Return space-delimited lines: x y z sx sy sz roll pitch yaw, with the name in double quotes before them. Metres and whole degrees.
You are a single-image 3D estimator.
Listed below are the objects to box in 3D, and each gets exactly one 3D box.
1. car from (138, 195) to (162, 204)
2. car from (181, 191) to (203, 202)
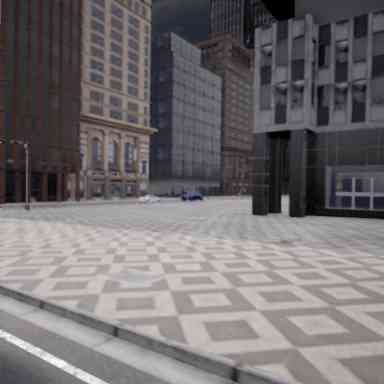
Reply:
"car" -7.133 1.237 56.286 1.812 1.442 4.674 1 1 36
"car" 0.041 0.875 66.458 2.150 2.045 5.566 1 1 35
